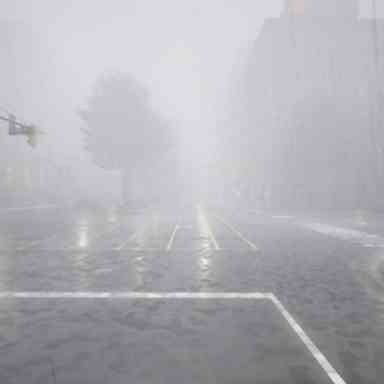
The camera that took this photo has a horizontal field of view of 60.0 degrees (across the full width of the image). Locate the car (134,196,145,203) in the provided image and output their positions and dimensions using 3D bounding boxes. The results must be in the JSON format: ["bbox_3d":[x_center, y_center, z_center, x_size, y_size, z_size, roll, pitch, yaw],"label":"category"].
[{"bbox_3d":[-11.649,1.578,74.461,1.882,1.535,5.008,0,0,0],"label":"car"}]

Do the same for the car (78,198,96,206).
[{"bbox_3d":[-18.366,1.673,58.355,1.895,1.301,4.718,0,0,0],"label":"car"}]

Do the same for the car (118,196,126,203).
[{"bbox_3d":[-15.149,1.652,74.454,1.994,1.385,4.181,0,0,0],"label":"car"}]
